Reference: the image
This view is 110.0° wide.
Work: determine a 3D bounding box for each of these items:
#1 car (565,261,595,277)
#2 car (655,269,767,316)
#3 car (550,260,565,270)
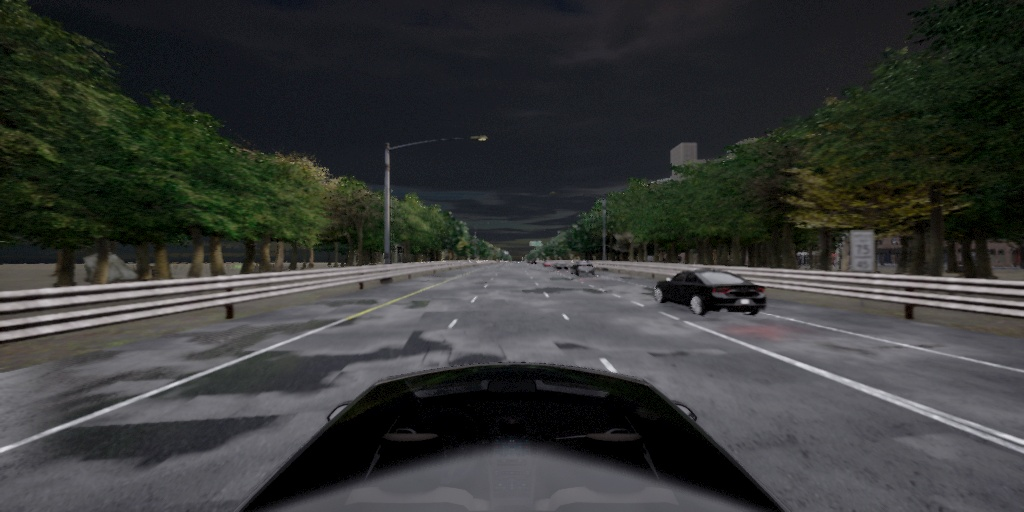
[{"bbox_3d":[7.053,1.254,36.167,2.128,1.511,4.902,0,0,0],"label":"car"},{"bbox_3d":[7.034,1.227,13.332,1.882,1.535,5.008,0,0,0],"label":"car"},{"bbox_3d":[7.119,1.441,52.456,1.895,1.301,4.718,0,0,0],"label":"car"}]
